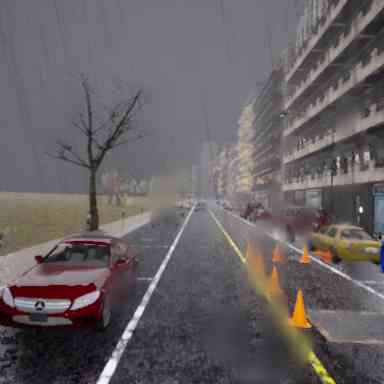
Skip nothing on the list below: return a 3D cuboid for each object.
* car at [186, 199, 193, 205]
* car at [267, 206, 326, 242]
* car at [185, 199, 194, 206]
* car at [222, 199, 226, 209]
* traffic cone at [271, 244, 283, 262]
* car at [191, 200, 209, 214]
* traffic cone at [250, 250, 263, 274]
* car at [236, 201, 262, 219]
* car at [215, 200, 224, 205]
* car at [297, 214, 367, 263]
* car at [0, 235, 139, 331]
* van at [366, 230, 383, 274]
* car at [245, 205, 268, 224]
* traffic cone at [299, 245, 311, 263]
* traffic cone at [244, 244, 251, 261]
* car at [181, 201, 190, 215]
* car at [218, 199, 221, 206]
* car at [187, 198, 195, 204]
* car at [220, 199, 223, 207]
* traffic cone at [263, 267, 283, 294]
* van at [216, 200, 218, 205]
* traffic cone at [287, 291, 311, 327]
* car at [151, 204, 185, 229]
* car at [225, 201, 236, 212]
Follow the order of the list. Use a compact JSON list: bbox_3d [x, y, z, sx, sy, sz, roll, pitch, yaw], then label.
[{"bbox_3d":[-1.155,2.102,51.941,1.752,1.417,4.829,2,-1,1],"label":"car"},{"bbox_3d":[5.991,1.719,18.547,2.192,1.841,5.009,2,-1,1],"label":"car"},{"bbox_3d":[-0.525,2.487,80.371,2.008,1.369,4.403,2,-1,1],"label":"car"},{"bbox_3d":[6.865,2.426,58.329,1.752,1.417,4.829,2,-1,1],"label":"car"},{"bbox_3d":[3.081,2.193,12.007,0.340,0.580,0.340,2,-1,1],"label":"traffic cone"},{"bbox_3d":[1.242,2.114,44.832,2.033,1.411,5.357,2,-1,1],"label":"car"},{"bbox_3d":[2.037,2.137,10.030,0.340,0.580,0.340,2,-1,1],"label":"traffic cone"},{"bbox_3d":[6.368,1.930,35.525,2.192,1.841,5.009,2,-1,1],"label":"car"},{"bbox_3d":[7.614,2.895,92.113,1.947,1.339,4.313,2,-1,1],"label":"car"},{"bbox_3d":[5.860,1.861,13.056,1.752,1.417,4.829,2,-1,1],"label":"car"},{"bbox_3d":[-2.158,1.597,6.892,1.802,1.307,4.206,2,-1,1],"label":"car"},{"bbox_3d":[5.738,1.604,7.228,1.690,1.788,3.998,2,-1,1],"label":"van"},{"bbox_3d":[6.231,2.126,29.863,1.802,1.307,4.206,2,-1,1],"label":"car"},{"bbox_3d":[4.078,2.223,11.984,0.340,0.580,0.340,2,-1,1],"label":"traffic cone"},{"bbox_3d":[2.082,2.162,12.029,0.340,0.580,0.340,2,-1,1],"label":"traffic cone"},{"bbox_3d":[-1.530,1.948,35.153,1.802,1.307,4.206,2,-1,1],"label":"car"},{"bbox_3d":[7.116,2.481,69.478,1.967,1.590,4.097,2,-1,1],"label":"car"},{"bbox_3d":[-0.269,2.520,91.677,1.967,1.590,4.097,2,-1,1],"label":"car"},{"bbox_3d":[6.986,2.521,63.818,2.008,1.369,4.403,2,-1,1],"label":"car"},{"bbox_3d":[1.993,2.112,8.030,0.340,0.580,0.340,2,-1,1],"label":"traffic cone"},{"bbox_3d":[7.372,2.526,80.798,1.690,1.788,3.998,2,-1,1],"label":"van"},{"bbox_3d":[1.949,2.088,6.031,0.340,0.580,0.340,2,-1,1],"label":"traffic cone"},{"bbox_3d":[-1.781,1.792,23.849,1.947,1.339,4.313,2,-1,1],"label":"car"},{"bbox_3d":[6.740,2.355,52.670,1.752,1.417,4.829,2,-1,1],"label":"car"}]
